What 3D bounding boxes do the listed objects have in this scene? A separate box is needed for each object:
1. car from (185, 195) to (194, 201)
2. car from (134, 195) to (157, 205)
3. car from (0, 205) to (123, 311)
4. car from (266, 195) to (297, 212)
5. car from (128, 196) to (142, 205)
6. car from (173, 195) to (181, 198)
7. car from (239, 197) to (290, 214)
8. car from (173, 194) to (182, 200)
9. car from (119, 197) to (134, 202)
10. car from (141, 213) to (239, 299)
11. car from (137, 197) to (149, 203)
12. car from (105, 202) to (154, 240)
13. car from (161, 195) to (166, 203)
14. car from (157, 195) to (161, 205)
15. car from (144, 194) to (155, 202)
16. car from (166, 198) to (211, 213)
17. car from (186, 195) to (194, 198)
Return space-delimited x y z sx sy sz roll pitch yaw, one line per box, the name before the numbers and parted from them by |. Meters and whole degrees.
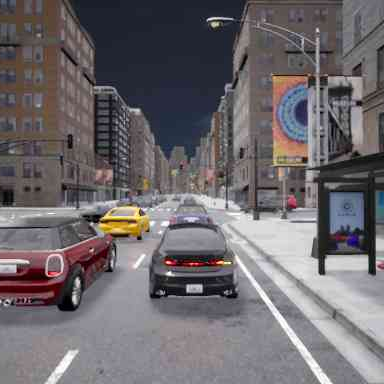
car | -0.647 1.618 86.496 2.128 1.511 4.902 0 0 0
car | -6.977 1.416 50.312 2.097 1.767 4.553 0 0 0
car | -3.226 1.362 7.907 2.097 1.767 4.553 0 0 -1
car | 9.426 1.379 39.002 5.566 2.045 2.150 0 -1 0
car | -10.274 1.578 60.157 1.837 1.490 4.892 0 0 0
car | -3.864 1.679 81.980 1.895 1.301 4.718 0 0 0
car | 7.548 1.609 35.664 4.892 1.490 1.837 0 -1 -2
car | -3.937 1.449 91.953 2.128 1.511 4.902 0 0 0
car | -10.235 1.629 51.336 1.994 1.385 4.181 0 0 0
car | 0.018 1.516 8.480 1.837 1.490 4.892 0 0 -1
car | -10.278 1.678 70.205 1.895 1.301 4.718 0 0 0
car | -3.292 1.500 17.035 1.882 1.535 5.008 0 0 -1
car | -7.018 1.646 68.896 1.994 1.385 4.181 0 0 0
car | -7.029 1.598 58.888 1.812 1.442 4.674 0 0 0
car | -10.354 1.445 80.519 2.097 1.767 4.553 0 0 0
car | -0.046 1.375 17.416 2.097 1.767 4.553 0 0 0
car | -0.334 1.560 53.861 2.128 1.511 4.902 0 0 0
